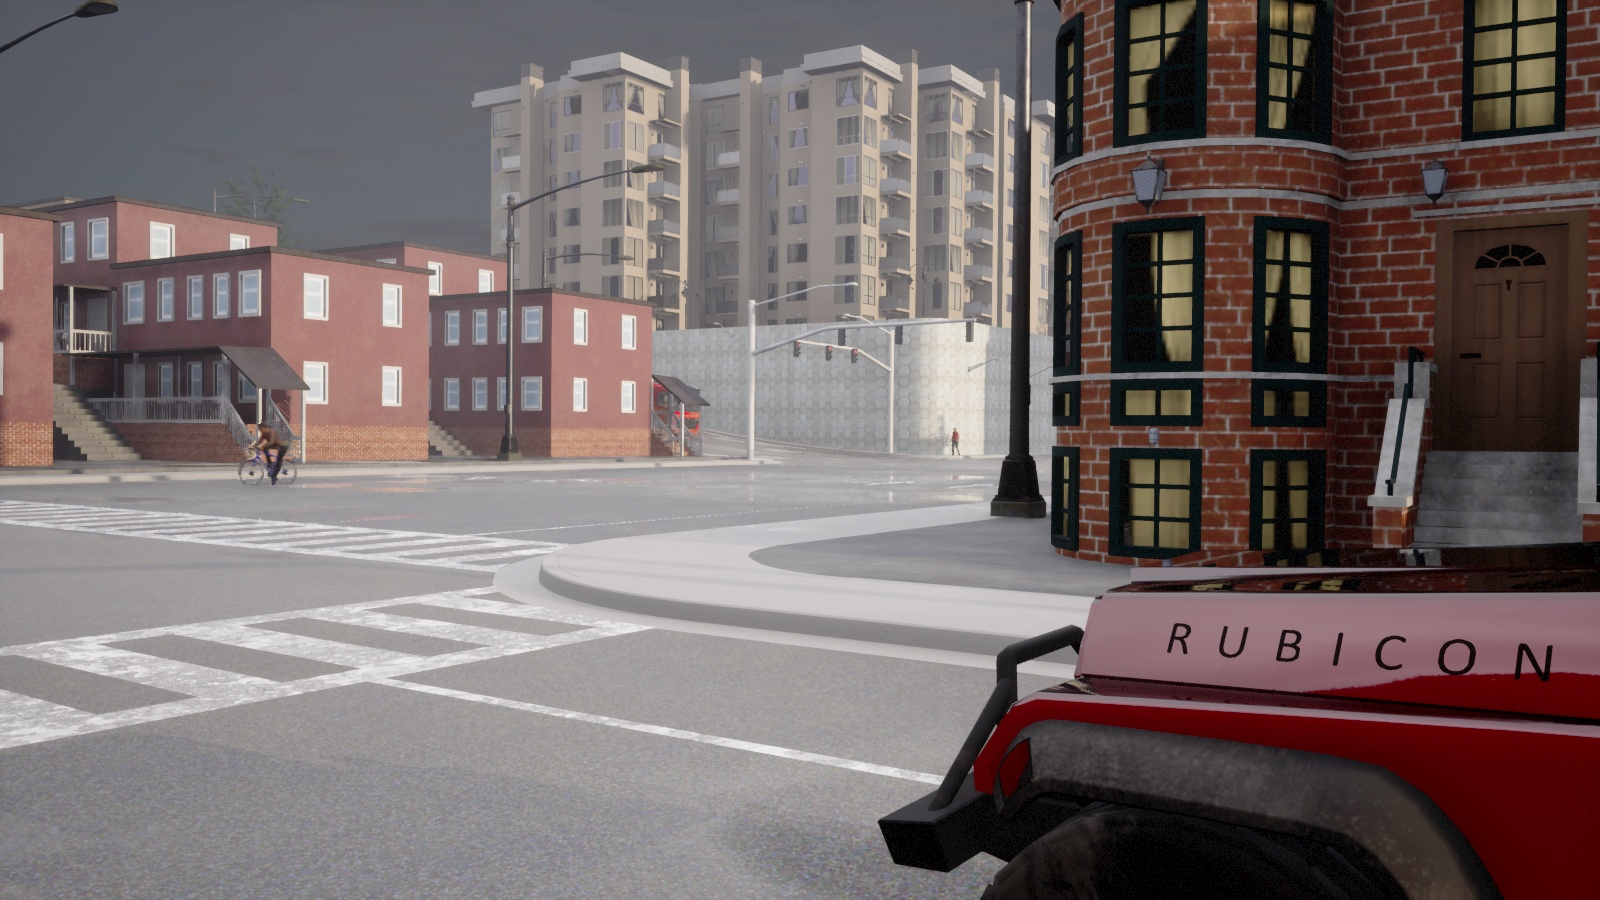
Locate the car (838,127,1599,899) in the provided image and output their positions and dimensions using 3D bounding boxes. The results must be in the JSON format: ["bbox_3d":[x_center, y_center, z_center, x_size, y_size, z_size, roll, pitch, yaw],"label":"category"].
[{"bbox_3d":[2.219,0.478,2.153,3.866,1.878,1.905,0,1,33],"label":"car"}]

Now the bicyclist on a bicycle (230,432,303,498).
[{"bbox_3d":[-13.698,0.367,32.289,0.582,1.620,1.656,0,1,33],"label":"bicyclist on a bicycle"}]

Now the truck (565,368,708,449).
[{"bbox_3d":[-10.066,-2.590,76.758,8.468,3.827,2.891,10,6,33],"label":"truck"}]
